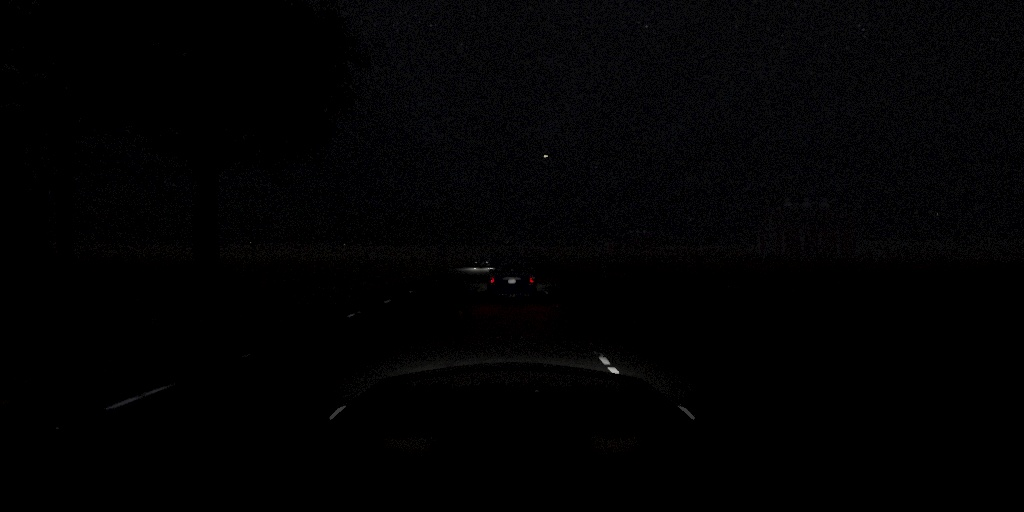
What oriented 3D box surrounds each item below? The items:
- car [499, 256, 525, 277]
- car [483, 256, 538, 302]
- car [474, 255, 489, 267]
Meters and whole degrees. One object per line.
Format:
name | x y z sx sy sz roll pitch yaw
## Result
car | 0.000 0.860 31.482 2.128 1.511 4.902 0 1 0
car | 0.000 1.011 16.460 2.097 1.767 4.553 0 1 0
car | -3.500 0.599 43.479 1.837 1.490 4.892 0 2 0
